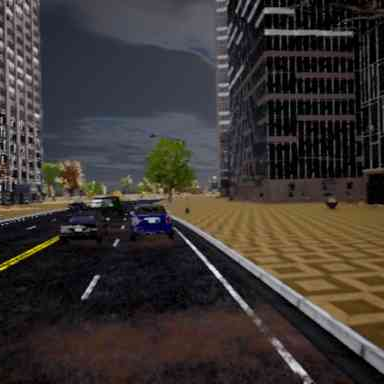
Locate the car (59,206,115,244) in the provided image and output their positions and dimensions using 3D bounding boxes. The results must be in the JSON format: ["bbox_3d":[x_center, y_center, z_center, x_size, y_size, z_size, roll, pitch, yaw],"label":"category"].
[{"bbox_3d":[-5.321,1.697,16.900,2.033,1.411,5.357,-1,0,-9],"label":"car"}]

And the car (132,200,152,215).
[{"bbox_3d":[-5.669,1.731,37.684,2.033,1.411,5.357,-1,0,-10],"label":"car"}]

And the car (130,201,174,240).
[{"bbox_3d":[-2.220,1.423,17.886,2.097,1.767,4.553,-1,0,-9],"label":"car"}]

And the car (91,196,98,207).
[{"bbox_3d":[-14.664,1.650,53.253,2.150,2.045,5.566,-1,0,-7],"label":"car"}]

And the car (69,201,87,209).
[{"bbox_3d":[-17.776,2.077,51.992,1.994,1.385,4.181,-1,0,-7],"label":"car"}]

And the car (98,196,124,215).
[{"bbox_3d":[-8.921,1.487,37.418,2.150,2.045,5.566,-1,0,-10],"label":"car"}]
